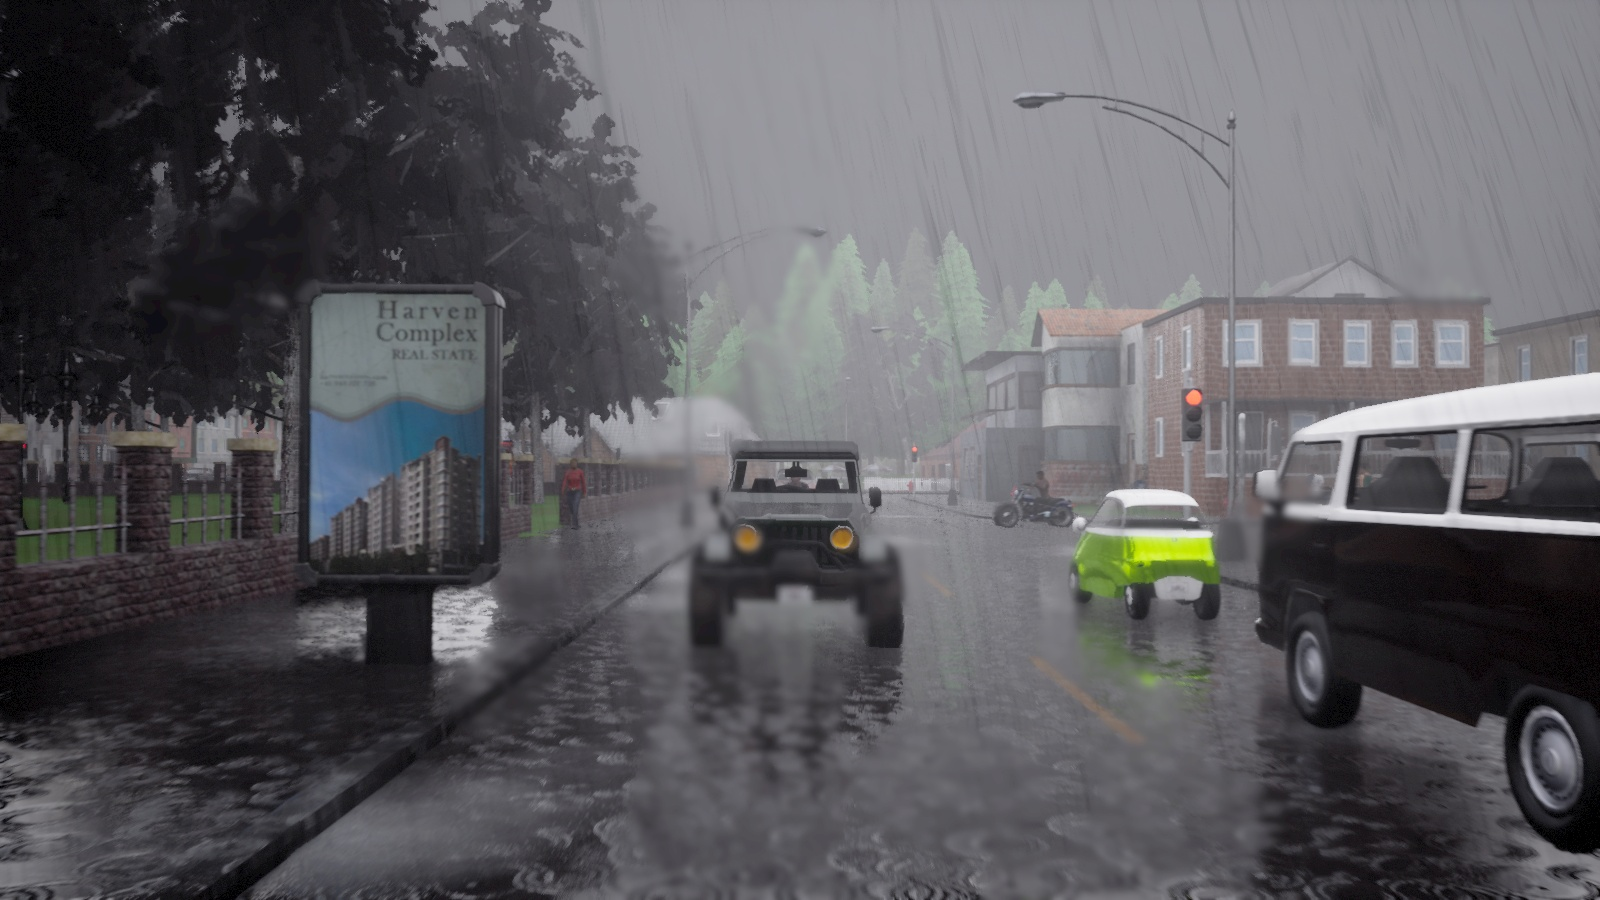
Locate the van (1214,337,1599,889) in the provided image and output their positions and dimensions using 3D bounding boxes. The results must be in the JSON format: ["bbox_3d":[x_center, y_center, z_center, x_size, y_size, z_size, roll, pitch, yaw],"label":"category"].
[{"bbox_3d":[3.983,0.633,6.647,2.069,2.038,4.480,0,-1,0],"label":"van"}]

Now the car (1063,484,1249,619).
[{"bbox_3d":[3.960,1.092,14.266,1.481,1.376,2.207,0,-1,0],"label":"car"}]

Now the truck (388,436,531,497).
[{"bbox_3d":[-21.843,1.091,80.853,8.468,3.827,2.891,0,-1,-1],"label":"truck"}]

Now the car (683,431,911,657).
[{"bbox_3d":[-0.032,0.819,12.456,1.905,1.878,3.866,0,-1,0],"label":"car"}]

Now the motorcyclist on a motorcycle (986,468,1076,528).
[{"bbox_3d":[6.480,1.329,35.223,2.350,1.649,0.766,0,0,-12],"label":"motorcyclist on a motorcycle"}]

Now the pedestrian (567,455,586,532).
[{"bbox_3d":[-5.439,1.058,30.562,0.331,1.846,0.636,0,-1,0],"label":"pedestrian"}]
